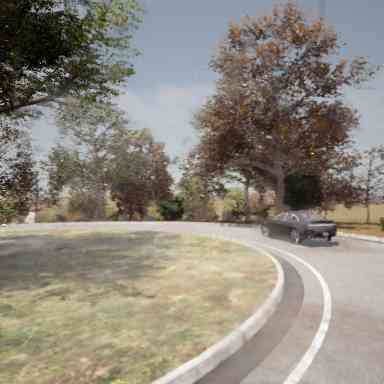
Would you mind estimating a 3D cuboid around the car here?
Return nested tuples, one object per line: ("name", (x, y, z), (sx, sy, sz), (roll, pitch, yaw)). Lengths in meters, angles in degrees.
("car", (5.401, 1.764, 17.443), (2.128, 1.511, 4.902), (0, -1, -16))
